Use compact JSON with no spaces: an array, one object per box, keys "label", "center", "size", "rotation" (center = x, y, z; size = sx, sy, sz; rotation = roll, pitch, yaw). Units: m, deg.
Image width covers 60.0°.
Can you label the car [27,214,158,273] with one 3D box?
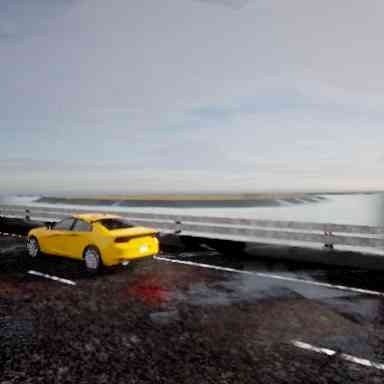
[{"label":"car","center":[-3.354,1.440,10.705],"size":[5.008,1.535,1.882],"rotation":[0,0,36]}]
